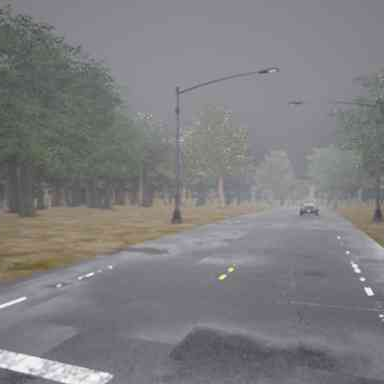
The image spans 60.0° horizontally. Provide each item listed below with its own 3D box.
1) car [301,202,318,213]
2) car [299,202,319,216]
[{"bbox_3d":[16.234,2.075,45.764,2.033,1.411,5.357,0,-1,20],"label":"car"},{"bbox_3d":[12.852,1.840,36.435,1.812,1.442,4.674,0,-1,21],"label":"car"}]
